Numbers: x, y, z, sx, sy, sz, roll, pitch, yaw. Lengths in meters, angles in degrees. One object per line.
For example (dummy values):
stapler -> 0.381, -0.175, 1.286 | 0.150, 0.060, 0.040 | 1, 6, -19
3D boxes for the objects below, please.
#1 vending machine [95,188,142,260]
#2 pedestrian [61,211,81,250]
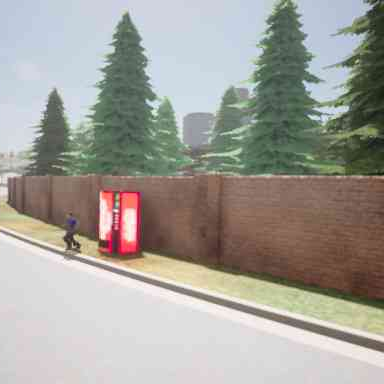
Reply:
vending machine -> -2.302, 0.938, 10.497 | 0.880, 2.100, 1.100 | 3, 1, 42
pedestrian -> -3.645, 1.133, 10.132 | 0.375, 1.300, 0.375 | 3, 1, 42
